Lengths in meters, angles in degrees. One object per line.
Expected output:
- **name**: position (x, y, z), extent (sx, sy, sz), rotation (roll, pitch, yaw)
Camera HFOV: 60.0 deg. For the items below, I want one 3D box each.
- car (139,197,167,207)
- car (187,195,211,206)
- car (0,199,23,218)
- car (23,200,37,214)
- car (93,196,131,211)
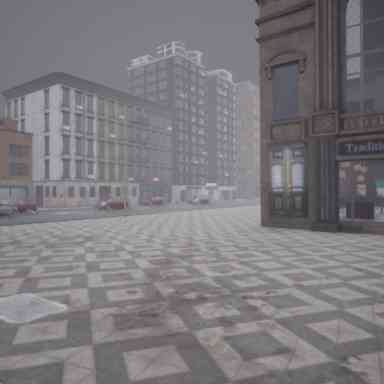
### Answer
- **car**: position (-5.799, 1.442, 50.021), extent (1.882, 1.535, 5.008), rotation (-1, 0, 36)
- **car**: position (1.163, 1.273, 54.105), extent (2.097, 1.767, 4.553), rotation (-1, 0, 36)
- **car**: position (-17.241, 1.551, 28.402), extent (1.994, 1.385, 4.181), rotation (-1, 0, 35)
- **car**: position (-17.988, 1.485, 32.953), extent (1.882, 1.535, 5.008), rotation (-1, 0, 35)
- **car**: position (-9.451, 1.313, 39.329), extent (2.097, 1.767, 4.553), rotation (-1, 0, 36)
